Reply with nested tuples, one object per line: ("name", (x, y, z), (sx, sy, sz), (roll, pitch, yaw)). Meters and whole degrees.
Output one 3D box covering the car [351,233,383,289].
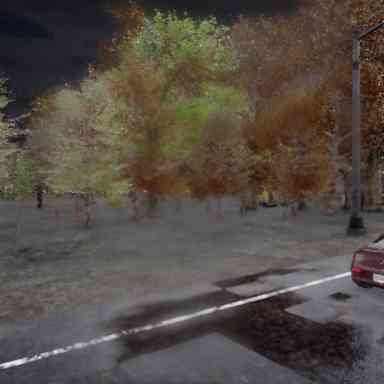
("car", (5.554, 1.504, 7.756), (4.674, 1.442, 1.812), (0, 0, -35))
